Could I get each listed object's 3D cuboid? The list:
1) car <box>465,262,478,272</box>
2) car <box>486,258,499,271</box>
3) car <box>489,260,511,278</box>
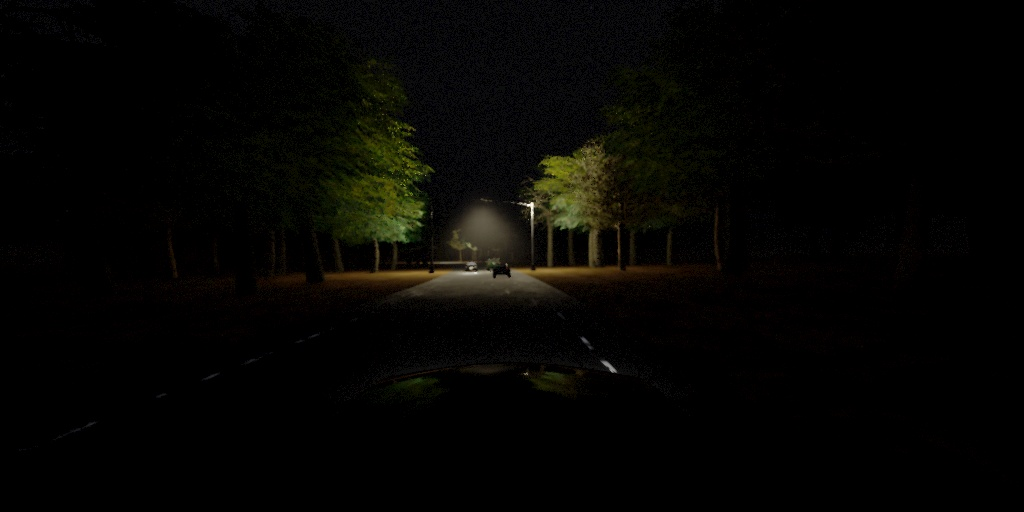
[{"bbox_3d":[-6.166,1.673,54.747,2.128,1.511,4.902,-1,0,-5],"label":"car"},{"bbox_3d":[-3.136,1.380,60.261,2.150,2.045,5.566,-1,0,-6],"label":"car"},{"bbox_3d":[-1.178,1.514,39.149,2.128,1.511,4.902,-1,0,-4],"label":"car"}]
